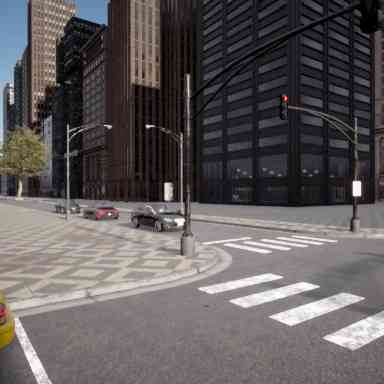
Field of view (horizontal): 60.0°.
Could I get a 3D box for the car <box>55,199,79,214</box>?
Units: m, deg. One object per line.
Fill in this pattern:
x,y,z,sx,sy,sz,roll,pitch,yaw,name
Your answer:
-13.851,1.596,36.935,1.837,1.490,4.892,0,0,-36,car

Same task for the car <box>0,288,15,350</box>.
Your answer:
-4.573,1.525,3.389,4.829,1.417,1.752,0,0,-36,car

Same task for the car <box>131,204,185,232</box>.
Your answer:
-2.078,1.534,20.561,2.128,1.511,4.902,0,0,-36,car

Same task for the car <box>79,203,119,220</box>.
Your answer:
-7.829,1.630,28.560,1.994,1.385,4.181,0,0,-35,car
